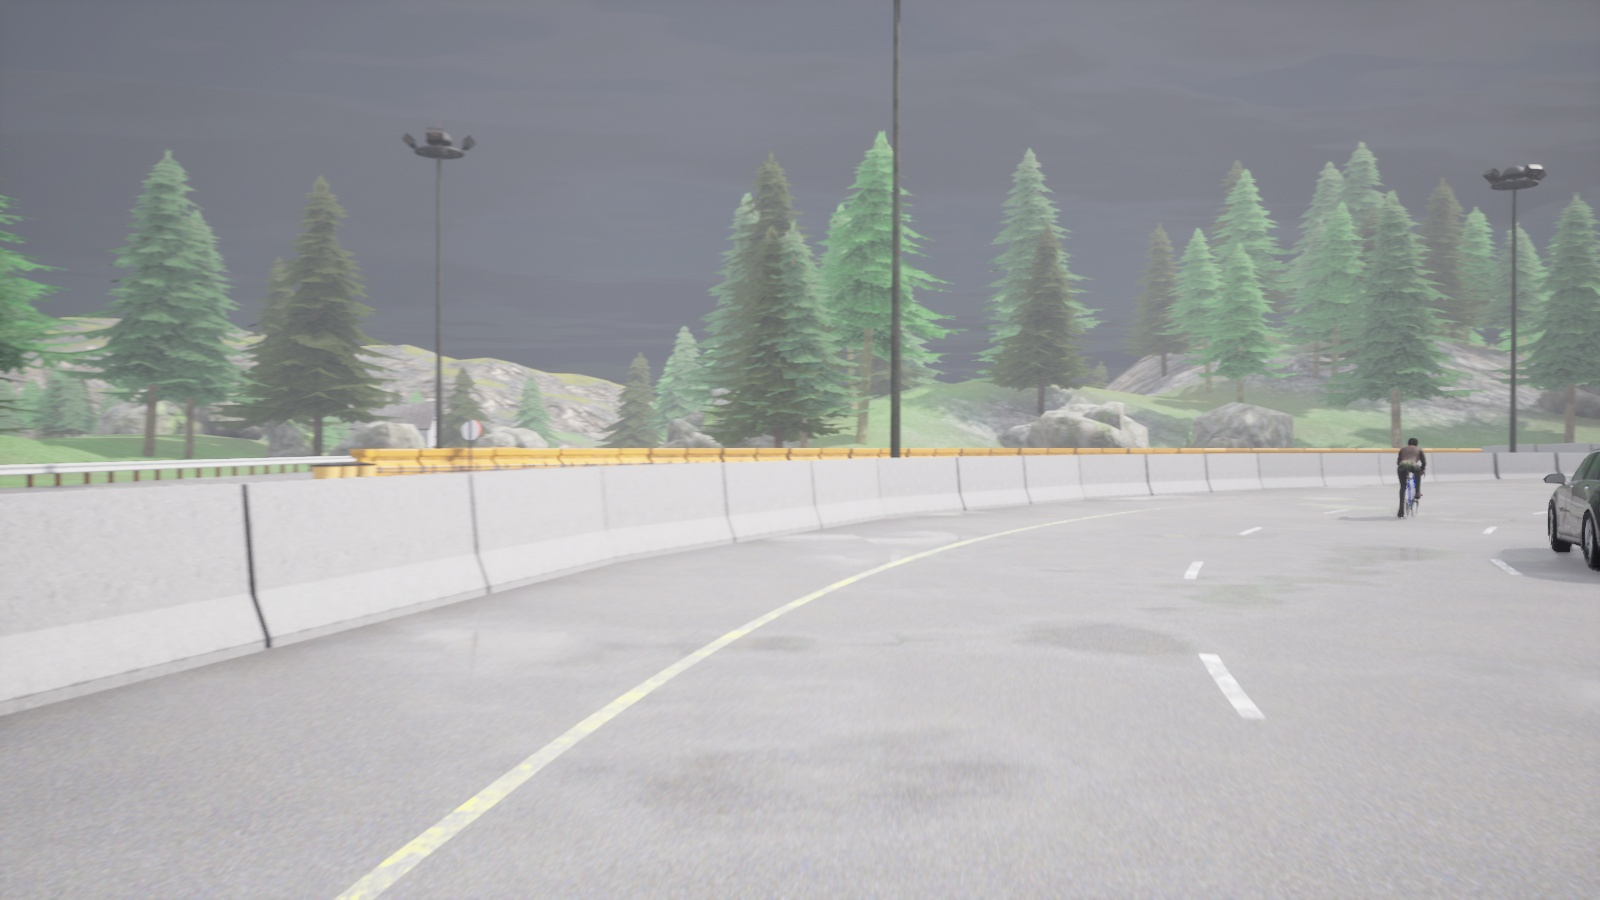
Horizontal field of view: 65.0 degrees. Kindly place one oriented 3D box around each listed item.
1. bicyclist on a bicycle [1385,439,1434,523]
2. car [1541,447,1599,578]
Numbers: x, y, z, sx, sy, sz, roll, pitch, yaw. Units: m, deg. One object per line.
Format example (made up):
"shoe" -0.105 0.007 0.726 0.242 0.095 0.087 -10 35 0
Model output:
"bicyclist on a bicycle" 12.202 0.601 25.120 0.582 1.620 1.656 1 1 36
"car" 10.773 0.704 15.857 1.837 1.490 4.892 0 0 23
